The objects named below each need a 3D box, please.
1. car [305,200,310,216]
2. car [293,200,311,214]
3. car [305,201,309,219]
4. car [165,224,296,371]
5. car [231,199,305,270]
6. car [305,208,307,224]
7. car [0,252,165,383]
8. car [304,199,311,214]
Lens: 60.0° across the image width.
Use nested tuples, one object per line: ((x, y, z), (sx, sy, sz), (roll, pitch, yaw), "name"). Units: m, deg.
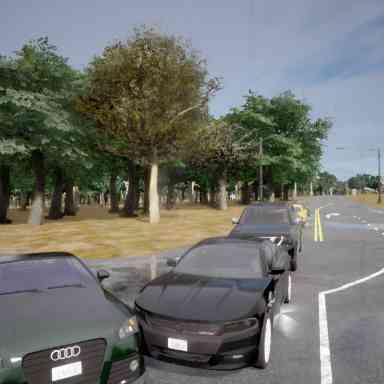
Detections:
((9.291, 1.725, 29.568), (1.812, 1.442, 4.674), (-1, 0, 21), "car")
((13.314, 1.748, 40.153), (1.812, 1.442, 4.674), (-1, 0, 21), "car")
((7.233, 1.664, 24.063), (1.882, 1.535, 5.008), (-1, 0, 21), "car")
((0.737, 1.613, 6.264), (1.882, 1.535, 5.008), (-1, -2, 21), "car")
((2.857, 1.460, 12.405), (2.150, 2.045, 5.566), (-2, 0, 21), "car")
((5.084, 1.774, 18.309), (1.895, 1.301, 4.718), (-1, 0, 21), "car")
((-2.309, 1.643, 4.967), (1.994, 1.385, 4.181), (2, -2, -33), "car")
((11.319, 1.563, 34.943), (2.097, 1.767, 4.553), (-1, 0, 21), "car")
